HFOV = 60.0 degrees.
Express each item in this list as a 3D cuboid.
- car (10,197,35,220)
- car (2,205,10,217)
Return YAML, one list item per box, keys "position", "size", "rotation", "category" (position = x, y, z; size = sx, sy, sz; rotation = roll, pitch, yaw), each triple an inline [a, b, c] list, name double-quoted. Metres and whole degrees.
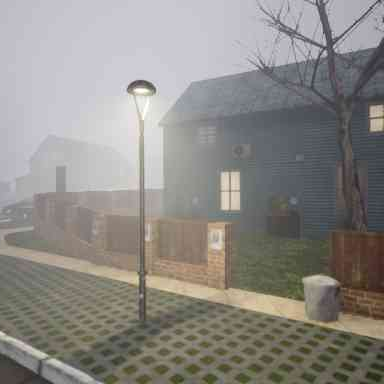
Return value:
- position: [-8.835, 1.053, 21.680]
  size: [1.895, 1.301, 4.718]
  rotation: [-1, 1, 30]
  category: "car"
- position: [-11.088, 1.036, 23.663]
  size: [1.994, 1.385, 4.181]
  rotation: [-1, 1, 30]
  category: "car"
